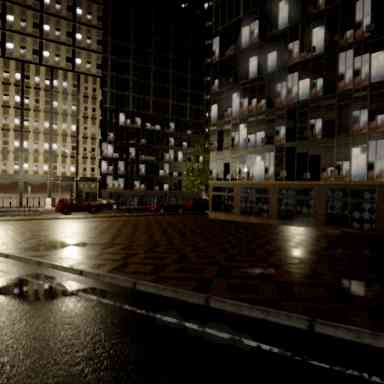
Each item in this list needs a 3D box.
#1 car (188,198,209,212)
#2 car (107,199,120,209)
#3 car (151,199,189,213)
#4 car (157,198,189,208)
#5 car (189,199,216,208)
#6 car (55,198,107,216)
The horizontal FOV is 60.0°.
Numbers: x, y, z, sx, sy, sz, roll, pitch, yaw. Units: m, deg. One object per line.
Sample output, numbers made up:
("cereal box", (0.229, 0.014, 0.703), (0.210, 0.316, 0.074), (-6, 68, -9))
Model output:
("car", (1.525, 1.776, 46.419), (5.009, 1.841, 2.192), (1, 1, -34))
("car", (-12.284, 1.712, 46.546), (4.403, 1.369, 2.008), (1, 1, -34))
("car", (-3.164, 1.959, 43.229), (4.507, 1.381, 1.887), (1, 1, -34))
("car", (-3.057, 1.777, 52.837), (4.829, 1.417, 1.752), (1, 1, -34))
("car", (1.767, 1.865, 56.127), (4.313, 1.339, 1.947), (1, 1, -34))
("car", (-12.526, 1.638, 36.838), (5.009, 1.841, 2.192), (1, 1, -34))
